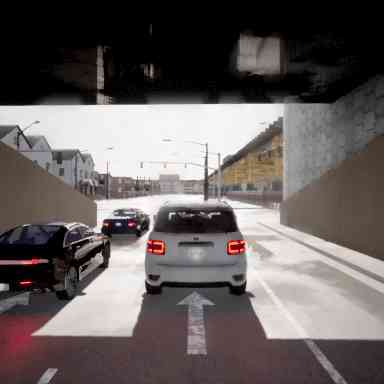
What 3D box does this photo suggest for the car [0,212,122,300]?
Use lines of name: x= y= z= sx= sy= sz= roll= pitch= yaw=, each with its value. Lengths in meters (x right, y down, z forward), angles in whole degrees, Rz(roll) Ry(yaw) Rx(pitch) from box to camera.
car: x=-3.420 y=1.491 z=8.382 sx=2.128 sy=1.511 sz=4.902 roll=0 pitch=0 yaw=0

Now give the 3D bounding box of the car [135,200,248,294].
car: x=0.085 y=1.221 z=8.905 sx=2.150 sy=2.045 sz=5.566 roll=0 pitch=0 yaw=0

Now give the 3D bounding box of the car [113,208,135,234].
car: x=-3.417 y=1.547 z=17.931 sx=2.033 sy=1.411 sz=5.357 roll=0 pitch=0 yaw=0

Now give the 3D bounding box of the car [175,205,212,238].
car: x=0.063 y=1.526 z=18.469 sx=1.812 sy=1.442 sz=4.674 roll=0 pitch=0 yaw=0
